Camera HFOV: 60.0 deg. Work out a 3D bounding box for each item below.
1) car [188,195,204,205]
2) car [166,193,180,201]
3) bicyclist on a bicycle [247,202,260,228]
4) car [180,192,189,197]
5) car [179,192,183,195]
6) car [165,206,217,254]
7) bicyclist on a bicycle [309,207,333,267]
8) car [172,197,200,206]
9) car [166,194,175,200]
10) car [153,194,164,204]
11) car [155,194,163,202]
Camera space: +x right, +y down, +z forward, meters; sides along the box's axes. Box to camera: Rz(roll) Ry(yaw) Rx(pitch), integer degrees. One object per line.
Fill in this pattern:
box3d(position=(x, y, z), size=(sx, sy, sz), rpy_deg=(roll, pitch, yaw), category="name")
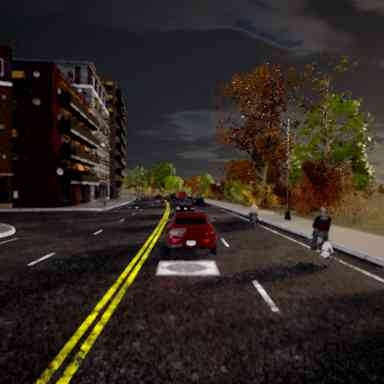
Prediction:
box3d(position=(0.948, 1.432, 55.906), size=(1.994, 1.385, 4.181), rpy_deg=(0, 0, -5), category="car")
box3d(position=(-4.543, 1.307, 77.618), size=(1.837, 1.490, 4.892), rpy_deg=(0, 0, -7), category="car")
box3d(position=(3.808, 1.391, 20.509), size=(0.866, 1.612, 1.509), rpy_deg=(0, 0, -2), category="bicyclist on a bicycle")
box3d(position=(-0.847, 1.342, 73.844), size=(2.128, 1.511, 4.902), rpy_deg=(0, 0, -6), category="car")
box3d(position=(-2.530, 1.001, 87.915), size=(2.150, 2.045, 5.566), rpy_deg=(0, 0, -7), category="car")
box3d(position=(-0.076, 1.498, 13.183), size=(1.812, 1.442, 4.674), rpy_deg=(0, 0, -1), category="car")
box3d(position=(4.021, 1.347, 10.480), size=(0.659, 1.776, 1.843), rpy_deg=(0, 0, -1), category="bicyclist on a bicycle")
box3d(position=(-0.687, 1.480, 31.166), size=(2.033, 1.411, 5.357), rpy_deg=(0, 0, -3), category="car")
box3d(position=(-5.762, 1.207, 87.588), size=(2.128, 1.511, 4.902), rpy_deg=(0, 0, -7), category="car")
box3d(position=(-5.886, 1.394, 58.034), size=(1.812, 1.442, 4.674), rpy_deg=(0, 0, -4), category="car")
box3d(position=(-7.415, 1.322, 74.081), size=(1.837, 1.490, 4.892), rpy_deg=(0, 0, -6), category="car")
